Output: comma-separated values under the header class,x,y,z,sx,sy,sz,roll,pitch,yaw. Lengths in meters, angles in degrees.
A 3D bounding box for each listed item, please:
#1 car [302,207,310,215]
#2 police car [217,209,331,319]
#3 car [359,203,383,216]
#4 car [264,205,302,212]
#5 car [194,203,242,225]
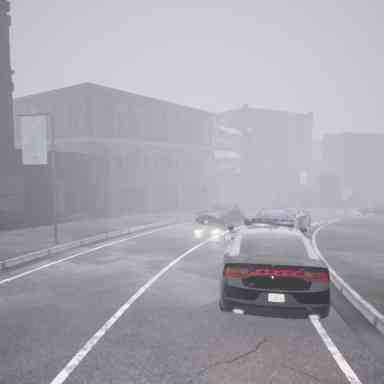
class,x,y,z,sx,sy,sz,roll,pitch,yaw
car,6.614,1.613,21.857,1.812,1.442,4.674,2,1,28
police car,1.744,1.433,7.673,1.930,1.638,5.238,1,0,10
car,22.472,2.106,40.390,5.357,1.411,2.033,2,3,-32
car,4.255,1.521,16.688,1.882,1.535,5.008,2,0,21
car,2.065,1.464,22.942,2.033,1.411,5.357,2,1,26
